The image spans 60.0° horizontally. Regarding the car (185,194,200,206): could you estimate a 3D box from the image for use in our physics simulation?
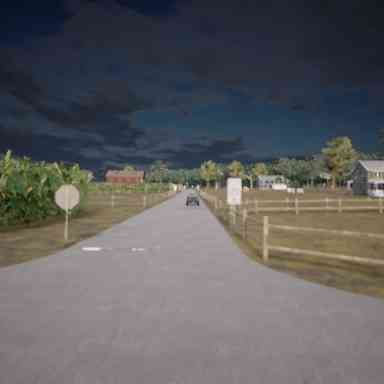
[{"bbox_3d":[0.102,1.106,46.800,1.837,1.490,4.892,1,1,0],"label":"car"}]

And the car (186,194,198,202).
[{"bbox_3d":[0.005,1.020,58.486,1.994,1.385,4.181,1,1,0],"label":"car"}]
